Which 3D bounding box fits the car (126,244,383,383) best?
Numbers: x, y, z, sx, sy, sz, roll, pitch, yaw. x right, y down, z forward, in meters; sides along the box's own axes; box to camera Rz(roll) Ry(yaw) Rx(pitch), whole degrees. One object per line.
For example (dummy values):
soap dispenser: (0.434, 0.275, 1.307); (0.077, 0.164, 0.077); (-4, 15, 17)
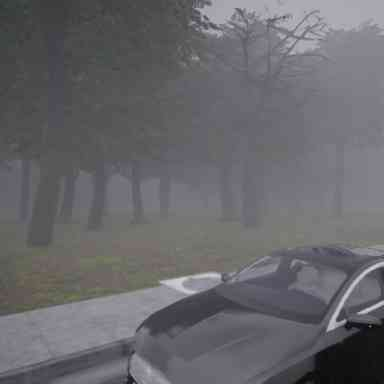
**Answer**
car: (1.594, 1.492, 4.171); (4.902, 1.511, 2.128); (0, 0, -35)
